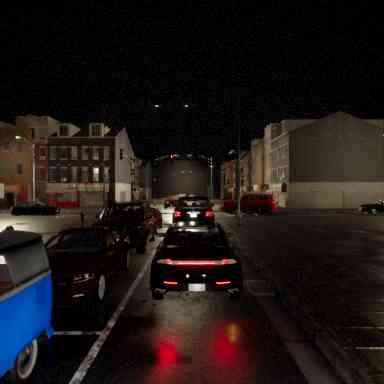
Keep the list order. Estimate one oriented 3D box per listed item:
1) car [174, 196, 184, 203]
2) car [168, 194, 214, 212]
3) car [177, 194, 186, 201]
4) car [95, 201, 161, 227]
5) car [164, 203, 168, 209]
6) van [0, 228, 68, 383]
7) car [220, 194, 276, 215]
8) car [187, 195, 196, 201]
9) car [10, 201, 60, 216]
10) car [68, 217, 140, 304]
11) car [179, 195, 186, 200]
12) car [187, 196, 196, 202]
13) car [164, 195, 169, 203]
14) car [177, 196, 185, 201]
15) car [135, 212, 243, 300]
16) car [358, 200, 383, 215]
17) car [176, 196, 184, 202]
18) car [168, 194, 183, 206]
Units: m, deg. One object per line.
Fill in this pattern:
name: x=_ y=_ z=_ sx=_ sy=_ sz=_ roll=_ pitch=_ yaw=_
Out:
car: x=-2.724 y=1.605 z=72.580 sx=2.008 sy=1.369 sz=4.403 roll=0 pitch=0 yaw=0
car: x=0.079 y=1.223 z=18.557 sx=2.150 sy=2.045 sz=5.566 roll=0 pitch=0 yaw=0
car: x=-2.744 y=1.399 z=88.861 sx=2.192 sy=1.841 sz=5.009 roll=0 pitch=0 yaw=0
car: x=-2.659 y=1.315 z=13.603 sx=2.192 sy=1.841 sz=5.009 roll=0 pitch=0 yaw=0
car: x=-2.664 y=1.546 z=19.036 sx=1.887 sy=1.381 sz=4.507 roll=0 pitch=0 yaw=0
van: x=-2.647 y=1.341 z=2.735 sx=1.690 sy=1.788 sz=3.998 roll=0 pitch=0 yaw=0
car: x=5.677 y=1.228 z=33.825 sx=5.566 sy=2.045 sz=2.150 roll=0 pitch=0 yaw=0
car: x=-0.095 y=1.436 z=86.166 sx=2.128 sy=1.511 sz=4.902 roll=0 pitch=0 yaw=0
car: x=-14.487 y=1.571 z=30.891 sx=4.181 sy=1.385 sz=1.994 roll=0 pitch=0 yaw=0
car: x=-2.652 y=1.544 z=8.169 sx=1.887 sy=1.381 sz=4.507 roll=0 pitch=0 yaw=0
car: x=-2.749 y=1.536 z=94.288 sx=1.967 sy=1.590 sz=4.097 roll=0 pitch=0 yaw=0
car: x=-0.084 y=1.648 z=76.193 sx=1.895 sy=1.301 sz=4.718 roll=0 pitch=0 yaw=0
car: x=-2.695 y=1.333 z=45.446 sx=2.192 sy=1.841 sz=5.009 roll=0 pitch=0 yaw=0
car: x=-2.736 y=1.640 z=83.434 sx=1.947 sy=1.339 sz=4.313 roll=0 pitch=0 yaw=0
car: x=0.089 y=1.491 z=8.364 sx=2.128 sy=1.511 sz=4.902 roll=0 pitch=0 yaw=0
car: x=19.557 y=1.518 z=33.818 sx=4.902 sy=1.511 sz=2.128 roll=0 pitch=0 yaw=0
car: x=-2.730 y=1.589 z=77.838 sx=1.752 sy=1.417 sz=4.829 roll=0 pitch=0 yaw=0
car: x=-2.707 y=1.344 z=56.300 sx=2.192 sy=1.841 sz=5.009 roll=0 pitch=0 yaw=0
